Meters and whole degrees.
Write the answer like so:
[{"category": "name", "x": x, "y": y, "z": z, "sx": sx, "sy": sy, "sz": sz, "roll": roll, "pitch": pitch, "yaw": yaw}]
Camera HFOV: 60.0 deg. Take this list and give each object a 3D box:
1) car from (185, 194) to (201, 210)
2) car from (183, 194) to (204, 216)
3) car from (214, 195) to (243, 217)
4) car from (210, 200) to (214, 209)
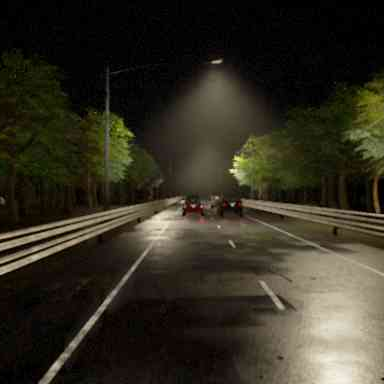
[{"category": "car", "x": 0.147, "y": 1.339, "z": 46.479, "sx": 2.150, "sy": 2.045, "sz": 5.566, "roll": 0, "pitch": 0, "yaw": 0}, {"category": "car", "x": 0.134, "y": 1.433, "z": 34.304, "sx": 2.097, "sy": 1.767, "sz": 4.553, "roll": 0, "pitch": 0, "yaw": 0}, {"category": "car", "x": 3.633, "y": 1.297, "z": 32.567, "sx": 2.150, "sy": 2.045, "sz": 5.566, "roll": 0, "pitch": 0, "yaw": 0}, {"category": "car", "x": 3.649, "y": 1.724, "z": 47.759, "sx": 1.895, "sy": 1.301, "sz": 4.718, "roll": 0, "pitch": 0, "yaw": 0}]
